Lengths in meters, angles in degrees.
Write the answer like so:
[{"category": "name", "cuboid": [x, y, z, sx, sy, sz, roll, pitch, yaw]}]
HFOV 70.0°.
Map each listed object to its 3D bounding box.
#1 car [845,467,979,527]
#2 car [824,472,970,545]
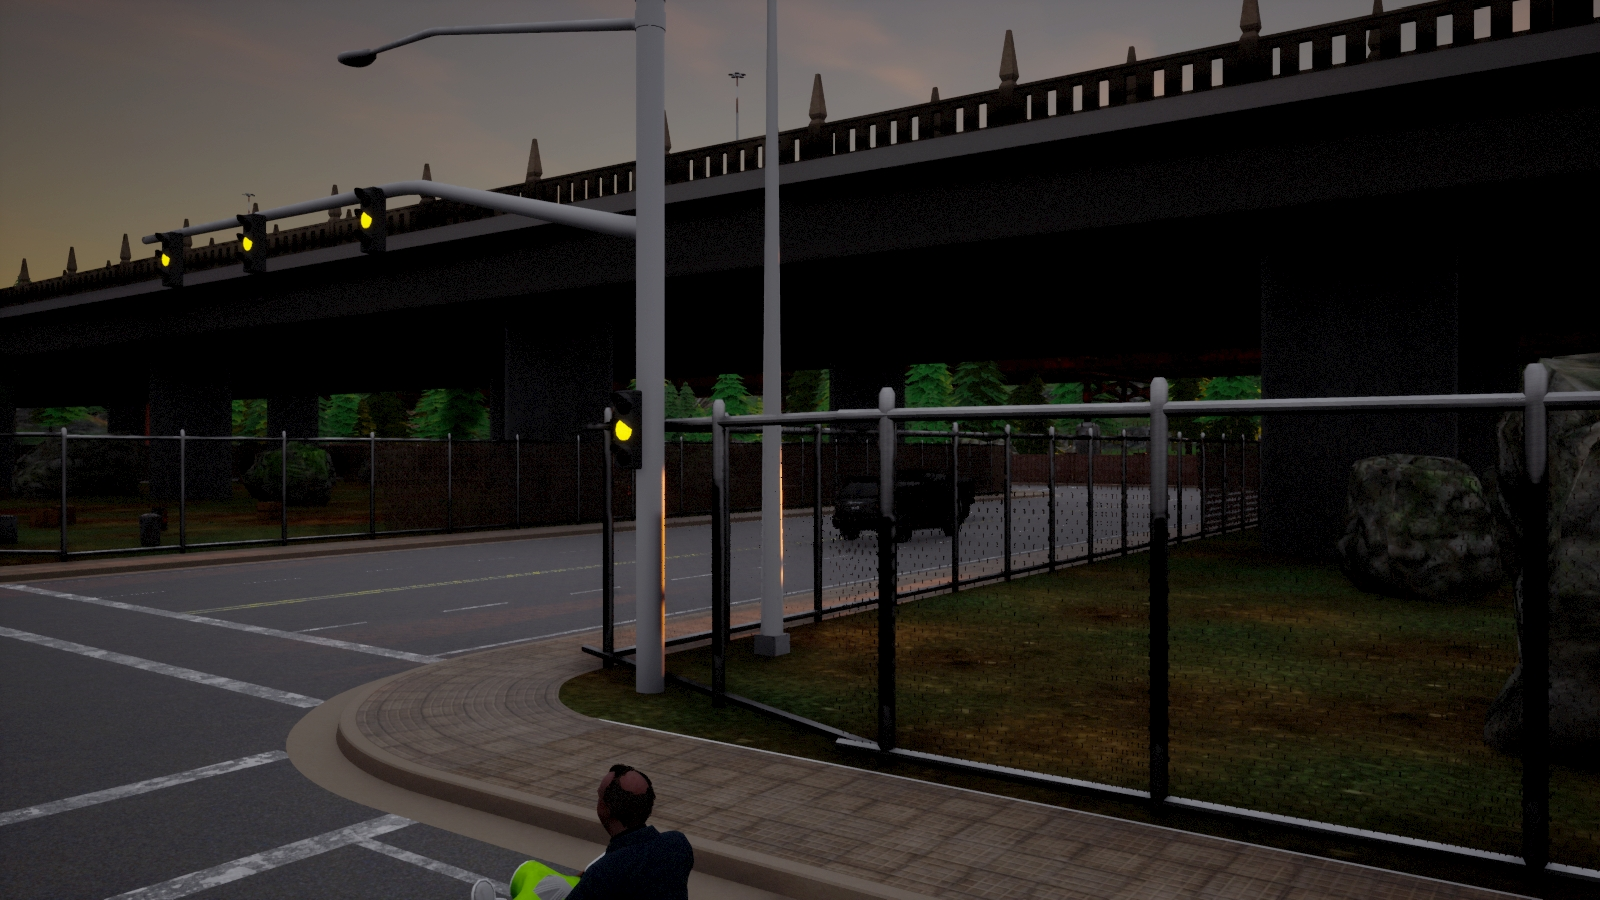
[{"category": "car", "cuboid": [4.481, 1.753, 44.568, 2.390, 2.098, 6.274, 0, 0, 35]}, {"category": "car", "cuboid": [3.220, 1.779, 36.717, 2.150, 2.045, 5.566, 0, 0, 35]}]
